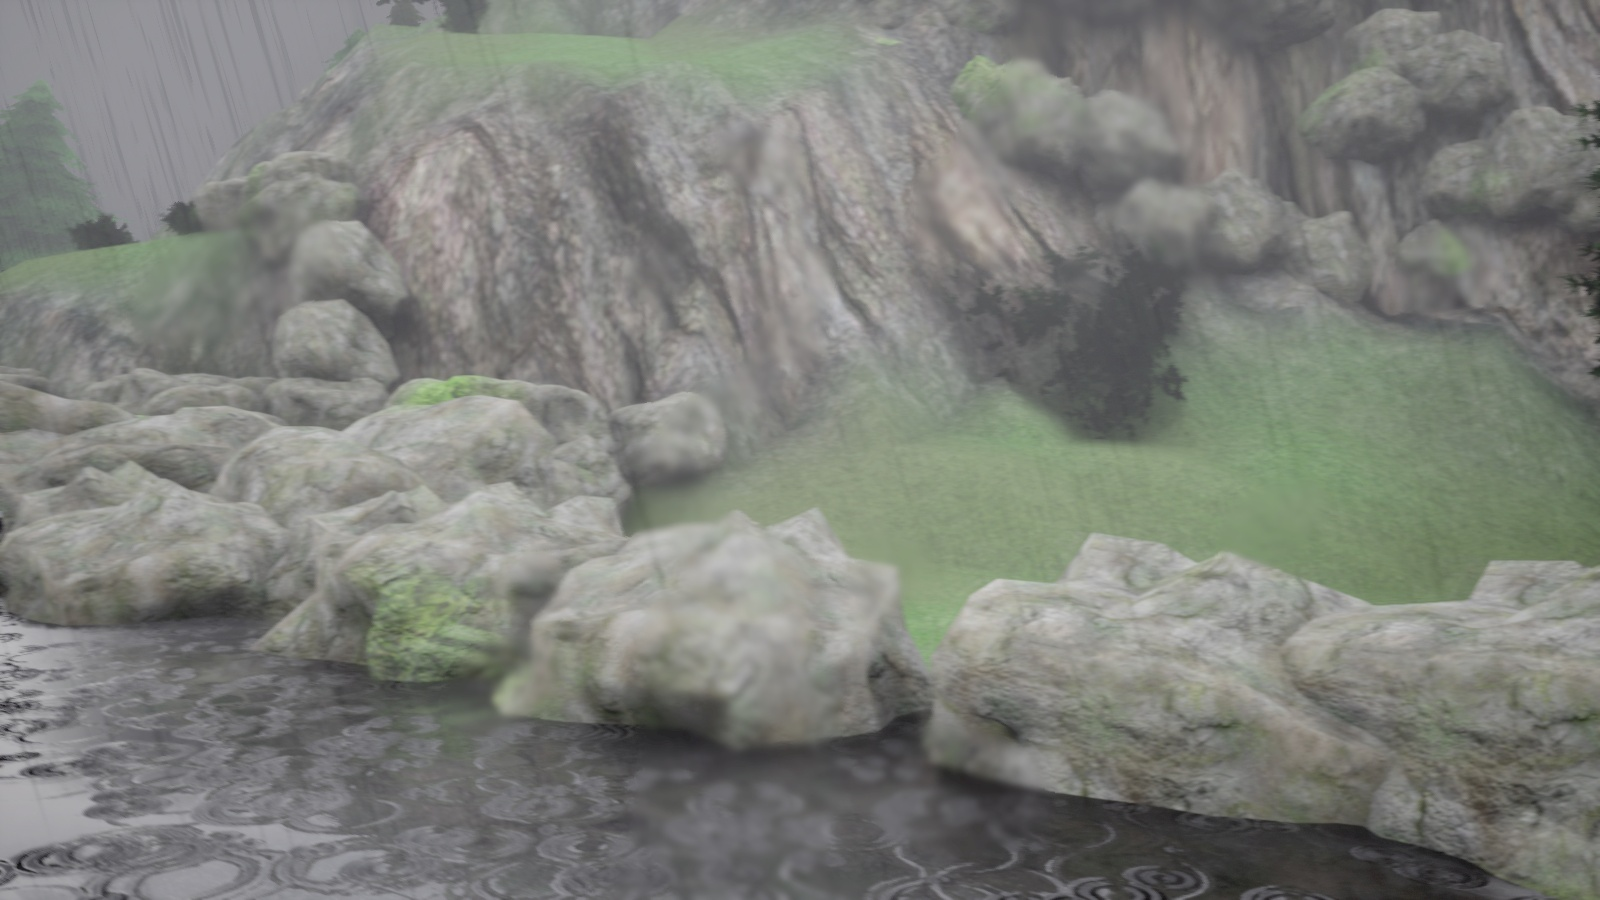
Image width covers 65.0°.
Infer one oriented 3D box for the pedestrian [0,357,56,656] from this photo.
[{"bbox_3d":[-5.565,0.369,8.460,0.873,1.952,0.659,0,1,38],"label":"pedestrian"}]
